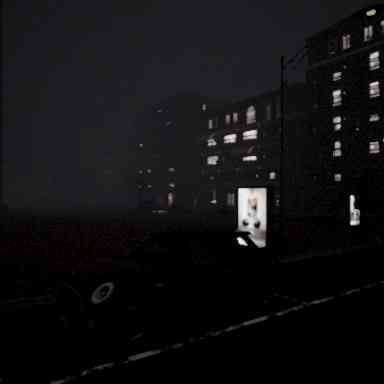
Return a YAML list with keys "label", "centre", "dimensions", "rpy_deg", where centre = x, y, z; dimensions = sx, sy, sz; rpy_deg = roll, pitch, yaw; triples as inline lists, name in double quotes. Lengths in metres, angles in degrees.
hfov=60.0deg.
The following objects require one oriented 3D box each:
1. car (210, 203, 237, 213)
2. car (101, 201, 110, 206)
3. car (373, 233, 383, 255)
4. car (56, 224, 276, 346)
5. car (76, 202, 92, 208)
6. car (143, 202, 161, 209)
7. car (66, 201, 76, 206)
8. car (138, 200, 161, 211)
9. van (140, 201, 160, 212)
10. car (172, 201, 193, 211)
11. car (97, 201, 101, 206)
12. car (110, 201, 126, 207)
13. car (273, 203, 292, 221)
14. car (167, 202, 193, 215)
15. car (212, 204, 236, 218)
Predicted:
- label: "car"
  centre: [4.842, 2.427, 51.149]
  dimensions: [1.802, 1.307, 4.206]
  rpy_deg: [-1, 0, -36]
- label: "car"
  centre: [-21.366, 3.060, 87.178]
  dimensions: [1.947, 1.339, 4.313]
  rpy_deg: [-1, 0, -36]
- label: "car"
  centre: [8.645, 1.722, 12.738]
  dimensions: [4.206, 1.307, 1.802]
  rpy_deg: [1, -1, -36]
- label: "car"
  centre: [-0.353, 1.472, 6.317]
  dimensions: [4.097, 1.590, 1.967]
  rpy_deg: [1, -1, -36]
- label: "car"
  centre: [-24.885, 2.945, 77.752]
  dimensions: [2.008, 1.369, 4.403]
  rpy_deg: [-1, 0, -36]
- label: "car"
  centre: [-8.294, 2.751, 69.140]
  dimensions: [1.802, 1.307, 4.206]
  rpy_deg: [-1, 0, -36]
- label: "car"
  centre: [-31.421, 3.102, 86.771]
  dimensions: [1.887, 1.381, 4.507]
  rpy_deg: [-1, 0, -36]
- label: "car"
  centre: [-7.419, 2.370, 58.253]
  dimensions: [2.097, 1.767, 4.553]
  rpy_deg: [0, -1, -36]
- label: "van"
  centre: [-6.582, 2.280, 52.446]
  dimensions: [1.690, 1.788, 3.998]
  rpy_deg: [-1, 0, -36]
- label: "car"
  centre: [-1.756, 2.447, 60.125]
  dimensions: [1.967, 1.590, 4.097]
  rpy_deg: [-1, 0, -36]
- label: "car"
  centre: [-24.635, 3.121, 91.688]
  dimensions: [1.887, 1.381, 4.507]
  rpy_deg: [-1, 0, -36]
- label: "car"
  centre: [-18.101, 2.853, 82.669]
  dimensions: [1.967, 1.590, 4.097]
  rpy_deg: [-1, 0, -36]
- label: "car"
  centre: [7.692, 2.135, 32.581]
  dimensions: [2.008, 1.369, 4.403]
  rpy_deg: [-1, 0, -36]
- label: "car"
  centre: [-1.660, 2.360, 45.562]
  dimensions: [1.887, 1.381, 4.507]
  rpy_deg: [-1, 0, -36]
- label: "car"
  centre: [4.423, 2.215, 37.090]
  dimensions: [2.008, 1.369, 4.403]
  rpy_deg: [-1, 0, -36]
